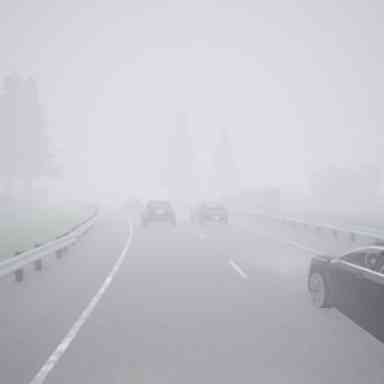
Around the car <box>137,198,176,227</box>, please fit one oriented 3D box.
[{"bbox_3d":[-2.419,1.277,22.675,2.097,1.767,4.553,0,0,-11],"label":"car"}]

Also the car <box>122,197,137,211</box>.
[{"bbox_3d":[-7.192,1.370,39.767,2.128,1.511,4.902,0,0,-19],"label":"car"}]

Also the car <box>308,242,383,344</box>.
[{"bbox_3d":[3.344,1.462,4.909,2.128,1.511,4.902,0,0,-2],"label":"car"}]

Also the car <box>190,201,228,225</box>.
[{"bbox_3d":[1.087,1.404,23.034,2.128,1.511,4.902,0,0,-11],"label":"car"}]
